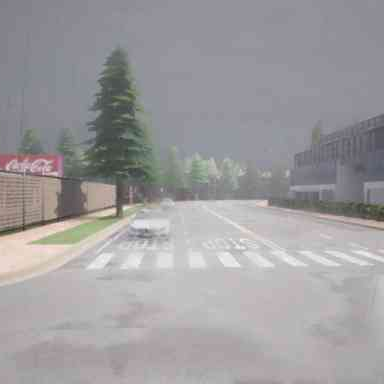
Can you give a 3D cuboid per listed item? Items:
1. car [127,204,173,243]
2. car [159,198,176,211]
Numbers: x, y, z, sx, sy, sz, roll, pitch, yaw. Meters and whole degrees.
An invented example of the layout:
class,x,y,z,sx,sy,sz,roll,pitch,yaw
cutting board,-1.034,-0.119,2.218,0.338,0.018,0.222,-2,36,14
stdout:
class,x,y,z,sx,sy,sz,roll,pitch,yaw
car,-1.995,1.541,16.345,1.812,1.442,4.674,0,0,-3
car,-3.157,1.537,41.854,1.812,1.442,4.674,0,0,-2
